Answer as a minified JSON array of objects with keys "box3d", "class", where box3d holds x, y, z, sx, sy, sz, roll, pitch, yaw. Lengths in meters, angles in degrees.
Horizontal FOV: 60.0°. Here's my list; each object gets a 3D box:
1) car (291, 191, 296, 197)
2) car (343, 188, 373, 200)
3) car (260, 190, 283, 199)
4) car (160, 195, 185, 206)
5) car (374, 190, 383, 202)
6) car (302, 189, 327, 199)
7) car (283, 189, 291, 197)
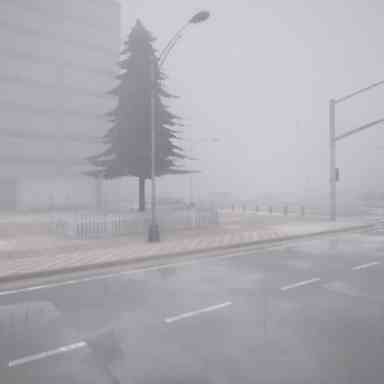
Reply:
[{"box3d":[23.564,0.281,82.739,1.932,1.855,4.605,-1,1,-36],"class":"car"},{"box3d":[36.824,0.209,73.693,1.932,1.855,4.605,-1,1,-36],"class":"car"},{"box3d":[19.052,0.596,79.464,1.970,1.475,3.806,-1,1,-36],"class":"car"},{"box3d":[-2.937,1.194,48.176,1.812,1.442,4.674,-1,1,-36],"class":"car"},{"box3d":[28.657,0.502,46.385,1.932,1.855,4.605,-1,1,-36],"class":"car"},{"box3d":[23.117,0.671,63.818,1.970,1.475,3.806,-1,1,-36],"class":"car"},{"box3d":[21.410,0.526,81.143,1.784,1.438,3.905,-1,1,-36],"class":"car"}]
